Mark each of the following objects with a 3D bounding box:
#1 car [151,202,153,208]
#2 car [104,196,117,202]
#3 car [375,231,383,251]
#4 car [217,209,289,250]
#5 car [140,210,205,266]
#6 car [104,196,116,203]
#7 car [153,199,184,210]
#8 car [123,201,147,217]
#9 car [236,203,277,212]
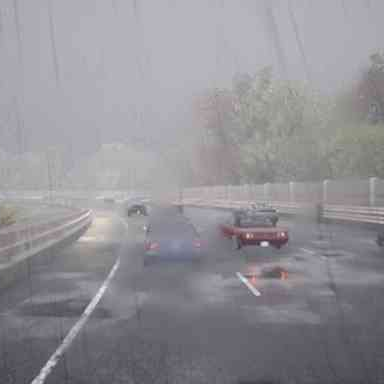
[{"bbox_3d":[-4.564,1.703,48.571,1.812,1.442,4.674,0,0,-26],"label":"car"},{"bbox_3d":[-22.647,1.900,92.728,1.837,1.490,4.892,0,0,6],"label":"car"},{"bbox_3d":[7.916,1.545,10.226,2.033,1.411,5.357,0,0,-1],"label":"car"},{"bbox_3d":[2.397,1.637,14.493,1.895,1.301,4.718,0,0,-8],"label":"car"},{"bbox_3d":[-0.744,1.589,11.784,2.033,1.411,5.357,0,0,-7],"label":"car"},{"bbox_3d":[-19.050,1.809,76.299,1.882,1.535,5.008,0,0,-21],"label":"car"},{"bbox_3d":[-2.301,1.598,34.177,1.882,1.535,5.008,0,0,-18],"label":"car"},{"bbox_3d":[-5.760,1.638,33.434,1.837,1.490,4.892,0,0,-18],"label":"car"},{"bbox_3d":[4.328,1.547,23.293,2.128,1.511,4.902,0,0,-12],"label":"car"}]
